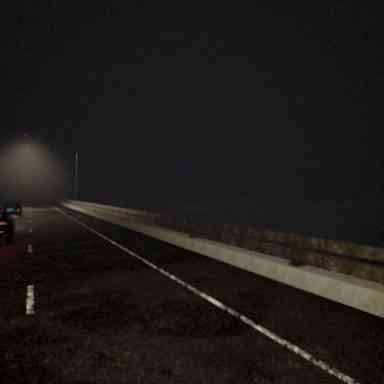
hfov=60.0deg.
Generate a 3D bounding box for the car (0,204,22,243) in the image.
[{"bbox_3d":[-9.631,1.573,16.100,2.128,1.511,4.902,1,-1,-26],"label":"car"}]

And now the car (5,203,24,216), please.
[{"bbox_3d":[-17.454,1.721,32.238,2.033,1.411,5.357,1,-1,-26],"label":"car"}]
